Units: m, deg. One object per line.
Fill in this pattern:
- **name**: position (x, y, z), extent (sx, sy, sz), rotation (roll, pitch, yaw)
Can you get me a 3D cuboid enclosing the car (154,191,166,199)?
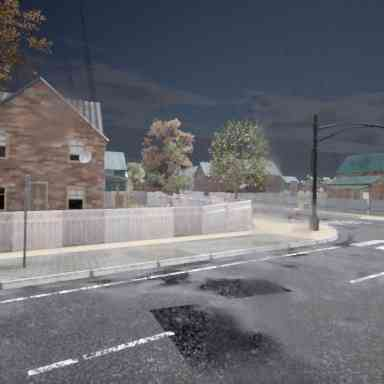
- **car**: position (-6.195, 0.640, 61.715), extent (1.812, 1.442, 4.674), rotation (1, 1, -20)
